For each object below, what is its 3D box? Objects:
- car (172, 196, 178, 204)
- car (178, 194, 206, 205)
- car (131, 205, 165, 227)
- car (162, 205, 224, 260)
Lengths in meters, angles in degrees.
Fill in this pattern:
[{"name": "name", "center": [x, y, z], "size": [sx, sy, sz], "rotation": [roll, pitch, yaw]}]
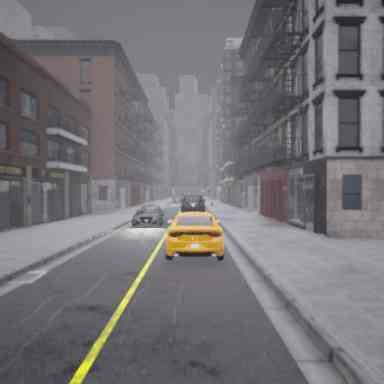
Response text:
[{"name": "car", "center": [-2.753, 1.516, 64.371], "size": [2.128, 1.511, 4.902], "rotation": [0, 0, 0]}, {"name": "car", "center": [0.105, 1.241, 30.898], "size": [2.150, 2.045, 5.566], "rotation": [0, 0, 0]}, {"name": "car", "center": [-2.846, 1.578, 22.660], "size": [1.994, 1.385, 4.181], "rotation": [0, 0, 0]}, {"name": "car", "center": [0.099, 1.486, 12.572], "size": [1.882, 1.535, 5.008], "rotation": [0, 0, 0]}]
